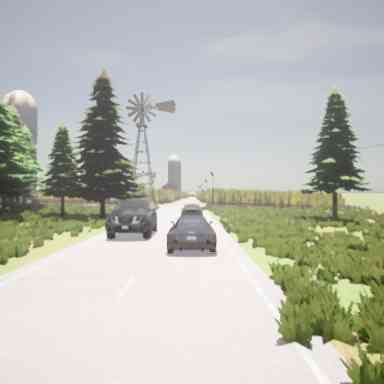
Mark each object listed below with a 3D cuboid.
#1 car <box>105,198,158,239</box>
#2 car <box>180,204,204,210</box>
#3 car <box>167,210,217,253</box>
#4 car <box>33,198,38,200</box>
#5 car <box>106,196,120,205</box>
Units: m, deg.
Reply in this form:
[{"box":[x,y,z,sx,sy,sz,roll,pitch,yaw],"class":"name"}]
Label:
[{"box":[-3.210,1.383,18.718,2.150,2.045,5.566,0,-1,0],"class":"car"},{"box":[-0.011,1.784,29.299,1.837,1.490,4.892,0,0,0],"class":"car"},{"box":[-0.006,1.700,14.310,1.994,1.385,4.181,0,-1,0],"class":"car"},{"box":[-34.125,2.010,70.593,1.851,1.617,3.988,0,-1,0],"class":"car"},{"box":[-17.259,1.904,72.800,1.905,1.878,3.866,0,-1,-31],"class":"car"}]
